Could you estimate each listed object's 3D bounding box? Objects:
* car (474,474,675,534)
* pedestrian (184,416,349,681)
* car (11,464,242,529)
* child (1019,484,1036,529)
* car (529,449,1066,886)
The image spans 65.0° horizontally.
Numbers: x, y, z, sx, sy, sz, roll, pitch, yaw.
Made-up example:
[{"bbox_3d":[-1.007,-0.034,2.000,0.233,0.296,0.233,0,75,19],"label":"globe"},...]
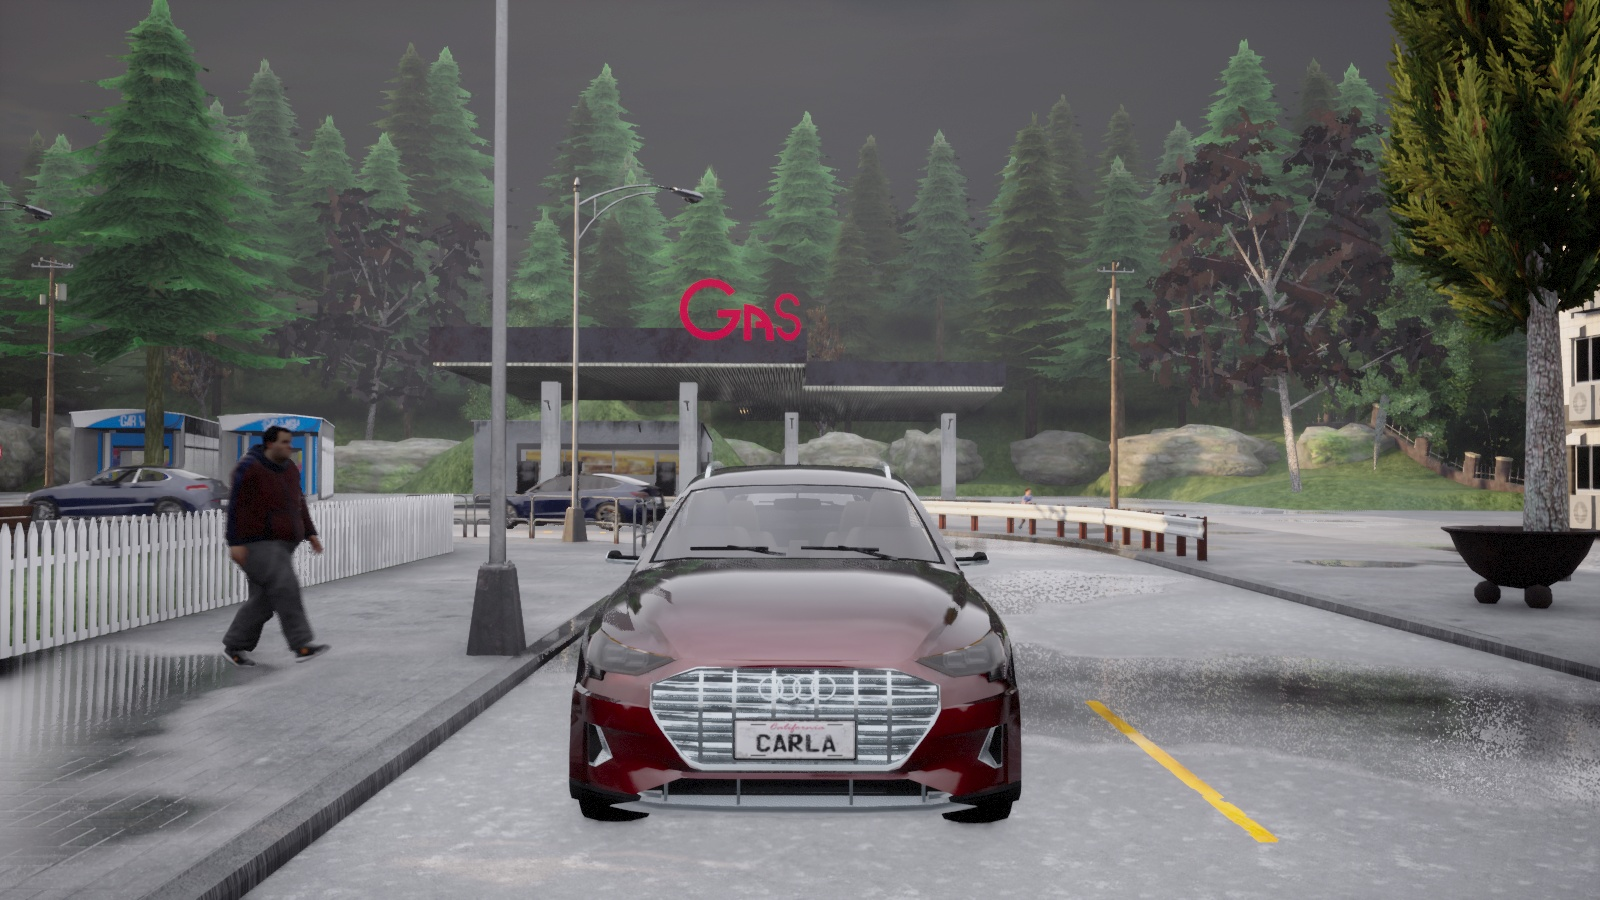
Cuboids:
[{"bbox_3d":[-5.947,1.397,33.310,4.792,1.488,2.163,0,-1,17],"label":"car"},{"bbox_3d":[-3.877,0.693,9.153,0.899,1.844,0.634,0,-1,14],"label":"pedestrian"},{"bbox_3d":[-17.950,1.229,33.642,5.027,1.651,2.152,0,-1,0],"label":"car"},{"bbox_3d":[5.731,1.411,31.612,0.255,1.110,0.394,0,-1,-17],"label":"child"},{"bbox_3d":[-0.007,0.865,7.197,2.033,1.649,4.856,0,-1,0],"label":"car"}]
